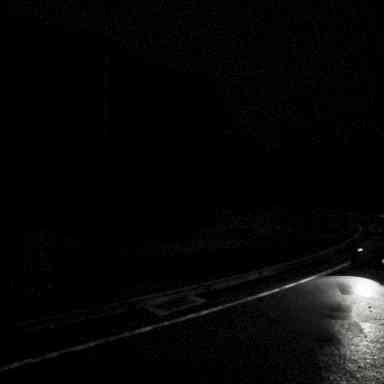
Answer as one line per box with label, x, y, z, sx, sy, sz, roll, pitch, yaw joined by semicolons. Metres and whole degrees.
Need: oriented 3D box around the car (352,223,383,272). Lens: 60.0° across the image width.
car;6.430;1.656;10.217;1.994;1.385;4.181;0;0;41
